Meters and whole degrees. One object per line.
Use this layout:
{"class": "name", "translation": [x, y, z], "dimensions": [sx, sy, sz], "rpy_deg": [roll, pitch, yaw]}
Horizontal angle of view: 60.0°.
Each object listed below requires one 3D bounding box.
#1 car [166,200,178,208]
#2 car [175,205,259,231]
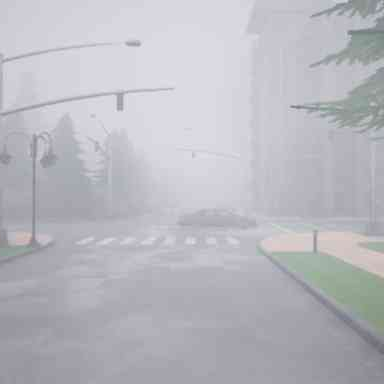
{"class": "car", "translation": [-3.540, 2.234, 62.151], "dimensions": [1.812, 1.442, 4.674], "rpy_deg": [0, -1, 1]}
{"class": "car", "translation": [1.683, 1.792, 22.431], "dimensions": [5.357, 1.411, 2.033], "rpy_deg": [0, -1, 1]}
